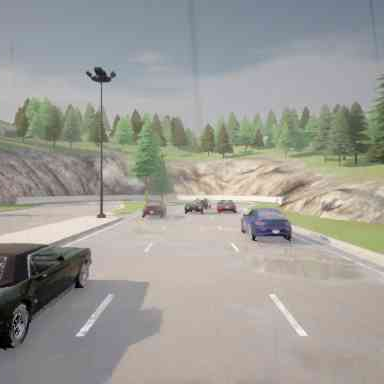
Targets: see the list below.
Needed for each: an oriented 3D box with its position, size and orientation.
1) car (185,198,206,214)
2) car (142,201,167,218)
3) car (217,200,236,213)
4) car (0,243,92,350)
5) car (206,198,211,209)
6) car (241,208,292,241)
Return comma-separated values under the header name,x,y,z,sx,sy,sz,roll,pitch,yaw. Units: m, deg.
name,x,y,z,sx,sy,sz,roll,pitch,yaw
car,0.261,1.601,35.309,1.895,1.301,4.718,0,0,2
car,-3.366,1.525,30.337,1.812,1.442,4.674,0,0,1
car,3.844,1.563,37.415,1.994,1.385,4.181,0,0,2
car,-3.400,1.601,6.172,1.895,1.301,4.718,0,0,0
car,1.386,1.492,44.510,2.128,1.511,4.902,0,0,12
car,3.600,1.526,16.558,1.812,1.442,4.674,0,0,0
